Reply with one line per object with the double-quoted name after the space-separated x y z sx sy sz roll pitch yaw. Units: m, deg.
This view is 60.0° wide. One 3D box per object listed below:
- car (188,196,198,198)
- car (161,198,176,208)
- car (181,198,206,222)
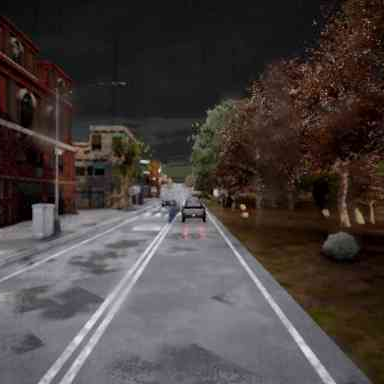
0.105 1.333 43.837 2.097 1.767 4.553 0 0 0 "car"
-3.332 1.524 47.936 1.994 1.385 4.181 0 0 0 "car"
0.134 1.505 26.784 2.128 1.511 4.902 0 0 0 "car"
